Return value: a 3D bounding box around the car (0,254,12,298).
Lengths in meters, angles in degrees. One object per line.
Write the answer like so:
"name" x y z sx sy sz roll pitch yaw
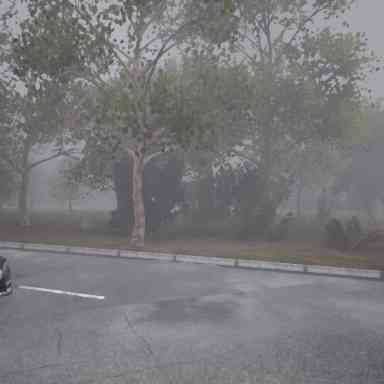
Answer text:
"car" -5.688 1.281 6.136 4.902 1.511 2.128 1 -1 16
